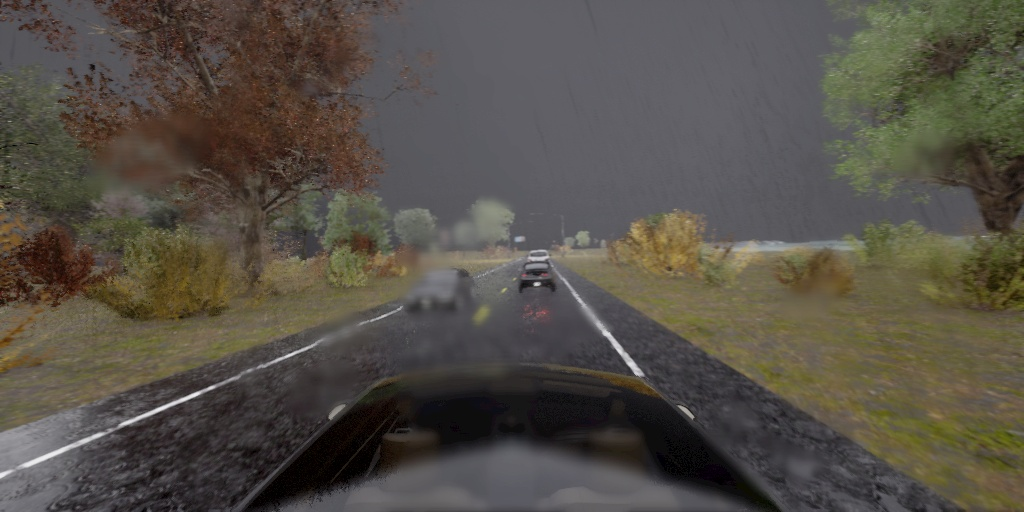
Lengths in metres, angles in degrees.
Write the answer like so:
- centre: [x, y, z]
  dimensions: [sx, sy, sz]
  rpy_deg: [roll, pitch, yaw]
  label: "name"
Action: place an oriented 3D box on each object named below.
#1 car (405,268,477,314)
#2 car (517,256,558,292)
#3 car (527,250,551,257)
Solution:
- centre: [-2.606, 1.244, 14.071]
  dimensions: [1.837, 1.490, 4.892]
  rpy_deg: [-3, 1, 5]
  label: "car"
- centre: [1.362, 0.998, 18.990]
  dimensions: [1.837, 1.490, 4.892]
  rpy_deg: [-3, 1, 5]
  label: "car"
- centre: [2.710, 0.460, 35.796]
  dimensions: [2.150, 2.045, 5.566]
  rpy_deg: [-3, 1, 5]
  label: "car"
